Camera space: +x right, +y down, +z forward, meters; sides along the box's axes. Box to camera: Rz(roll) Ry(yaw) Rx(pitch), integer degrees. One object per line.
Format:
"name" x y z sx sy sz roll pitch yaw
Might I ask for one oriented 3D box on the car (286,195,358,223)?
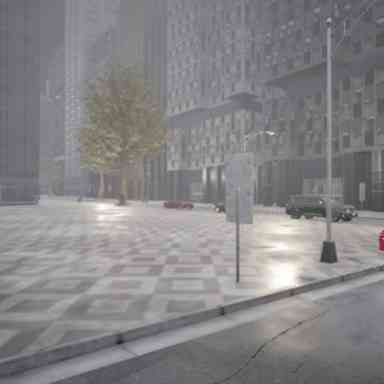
"car" 10.072 1.263 26.293 2.150 2.045 5.566 0 0 -36

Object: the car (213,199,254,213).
"car" 4.228 1.529 34.397 1.837 1.490 4.892 0 0 -36

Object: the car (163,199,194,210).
"car" -1.704 1.608 42.634 1.895 1.301 4.718 0 0 -36
